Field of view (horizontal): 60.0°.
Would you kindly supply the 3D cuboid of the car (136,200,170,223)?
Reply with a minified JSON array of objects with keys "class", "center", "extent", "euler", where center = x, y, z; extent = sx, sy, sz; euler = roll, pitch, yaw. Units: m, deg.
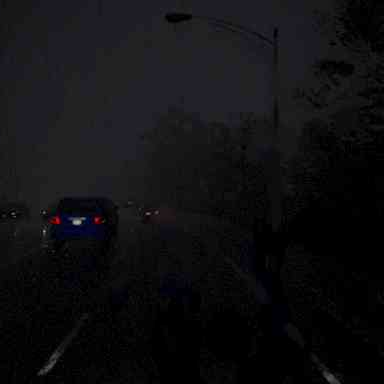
[{"class":"car","center":[-2.886,1.528,25.210],"extent":[2.033,1.411,5.357],"euler":[0,0,-12]}]

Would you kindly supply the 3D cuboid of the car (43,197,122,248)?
[{"class":"car","center":[-4.576,1.213,14.883],"extent":[2.150,2.045,5.566],"euler":[0,0,-8]}]

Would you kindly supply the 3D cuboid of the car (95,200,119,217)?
[{"class":"car","center":[-8.537,1.523,33.129],"extent":[2.033,1.411,5.357],"euler":[0,0,-17]}]

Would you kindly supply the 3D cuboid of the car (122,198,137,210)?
[{"class":"car","center":[-7.710,1.462,41.412],"extent":[2.128,1.511,4.902],"euler":[0,0,-20]}]

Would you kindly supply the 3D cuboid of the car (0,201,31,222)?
[{"class":"car","center":[-14.160,1.490,26.359],"extent":[1.837,1.490,4.892],"euler":[0,0,-14]}]
